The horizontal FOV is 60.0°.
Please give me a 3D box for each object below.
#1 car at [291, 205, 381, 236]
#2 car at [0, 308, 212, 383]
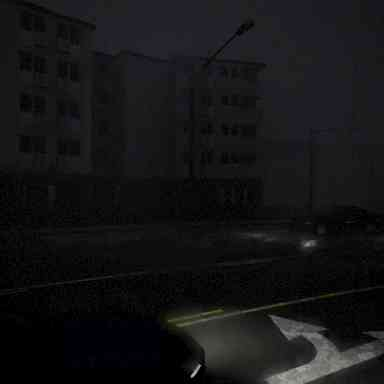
[{"bbox_3d":[7.883,1.477,18.302,5.008,1.535,1.882,0,0,-16],"label":"car"},{"bbox_3d":[-1.980,1.526,2.262,4.674,1.442,1.812,0,0,-35],"label":"car"}]
